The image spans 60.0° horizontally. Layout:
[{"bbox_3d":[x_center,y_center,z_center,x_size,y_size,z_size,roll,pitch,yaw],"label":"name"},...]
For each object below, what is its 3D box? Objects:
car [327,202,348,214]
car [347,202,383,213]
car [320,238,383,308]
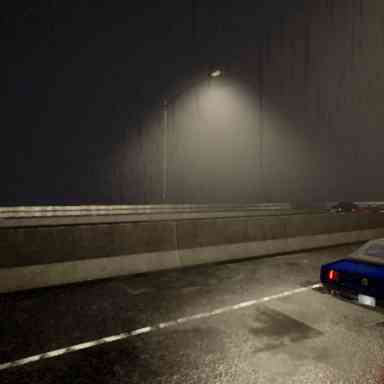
[{"bbox_3d":[17.071,1.847,37.185,4.674,1.442,1.812,1,0,-34],"label":"car"},{"bbox_3d":[18.259,1.913,33.766,4.718,1.301,1.895,1,0,-34],"label":"car"},{"bbox_3d":[4.955,1.674,7.246,4.718,1.301,1.895,1,0,-35],"label":"car"}]
